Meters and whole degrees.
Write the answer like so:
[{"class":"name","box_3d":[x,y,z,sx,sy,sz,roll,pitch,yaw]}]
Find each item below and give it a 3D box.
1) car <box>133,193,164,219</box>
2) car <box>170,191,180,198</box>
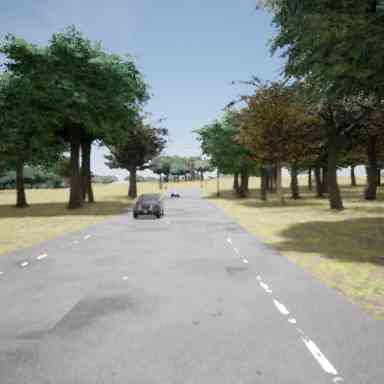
[{"class":"car","box_3d":[-3.611,1.141,28.484,2.150,2.045,5.566,0,1,0]},{"class":"car","box_3d":[-3.526,0.546,70.071,1.895,1.301,4.718,0,2,0]}]
